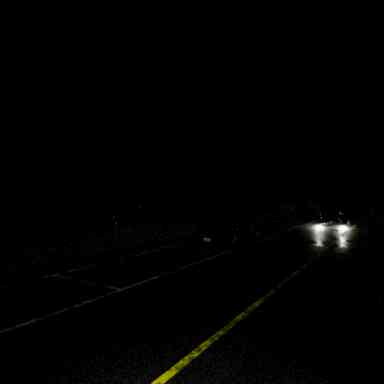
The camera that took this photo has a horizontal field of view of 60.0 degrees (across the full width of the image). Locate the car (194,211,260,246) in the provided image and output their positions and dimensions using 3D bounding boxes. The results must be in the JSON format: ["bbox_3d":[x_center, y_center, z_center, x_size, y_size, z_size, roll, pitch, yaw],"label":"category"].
[{"bbox_3d":[1.756,1.567,15.359,1.947,1.339,4.313,0,0,32],"label":"car"}]

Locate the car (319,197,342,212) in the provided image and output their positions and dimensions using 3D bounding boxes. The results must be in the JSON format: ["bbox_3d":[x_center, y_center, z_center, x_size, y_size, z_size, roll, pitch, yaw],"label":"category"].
[{"bbox_3d":[16.239,1.443,38.884,1.967,1.590,4.097,0,0,32],"label":"car"}]

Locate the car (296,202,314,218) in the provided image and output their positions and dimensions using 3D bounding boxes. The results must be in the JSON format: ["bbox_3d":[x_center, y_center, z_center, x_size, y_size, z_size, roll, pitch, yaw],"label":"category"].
[{"bbox_3d":[10.446,1.584,29.474,1.802,1.307,4.206,0,0,32],"label":"car"}]

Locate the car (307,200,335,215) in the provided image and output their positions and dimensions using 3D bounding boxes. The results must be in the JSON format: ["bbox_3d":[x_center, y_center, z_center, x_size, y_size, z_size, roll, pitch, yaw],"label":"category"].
[{"bbox_3d":[13.342,1.568,34.179,1.947,1.339,4.313,0,0,32],"label":"car"}]

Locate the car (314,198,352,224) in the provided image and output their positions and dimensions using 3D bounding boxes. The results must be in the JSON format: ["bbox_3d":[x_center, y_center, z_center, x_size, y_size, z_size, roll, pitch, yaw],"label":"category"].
[{"bbox_3d":[11.020,1.479,25.500,1.882,1.535,5.008,0,0,32],"label":"car"}]
